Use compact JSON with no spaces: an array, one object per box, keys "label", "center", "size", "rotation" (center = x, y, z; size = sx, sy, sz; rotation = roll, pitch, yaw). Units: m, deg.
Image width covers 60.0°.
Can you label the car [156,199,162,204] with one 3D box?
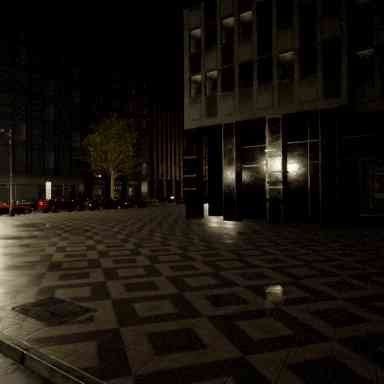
[{"label":"car","center":[-7.946,1.547,58.426],"size":[1.752,1.417,4.829],"rotation":[-1,0,35]}]

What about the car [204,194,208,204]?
[{"label":"car","center":[2.364,1.225,58.338],"size":[2.192,1.841,5.009],"rotation":[-1,0,35]}]

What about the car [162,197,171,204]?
[{"label":"car","center":[-4.634,1.577,63.201],"size":[1.947,1.339,4.313],"rotation":[-1,0,35]}]

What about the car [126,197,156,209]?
[{"label":"car","center":[-7.274,1.511,44.435],"size":[1.947,1.339,4.313],"rotation":[-1,0,35]}]

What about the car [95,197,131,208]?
[{"label":"car","center":[-11.457,1.503,48.510],"size":[2.128,1.511,4.902],"rotation":[-1,0,35]}]

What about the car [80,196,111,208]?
[{"label":"car","center":[-14.278,1.487,49.298],"size":[1.967,1.590,4.097],"rotation":[-1,0,35]}]

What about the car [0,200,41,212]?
[{"label":"car","center":[-20.704,1.644,40.030],"size":[1.947,1.339,4.313],"rotation":[-1,0,35]}]

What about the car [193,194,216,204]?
[{"label":"car","center":[2.450,1.286,62.985],"size":[2.097,1.767,4.553],"rotation":[-1,0,35]}]

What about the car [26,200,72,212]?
[{"label":"car","center":[-17.211,1.640,40.238],"size":[1.895,1.301,4.718],"rotation":[-1,0,35]}]

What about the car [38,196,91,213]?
[{"label":"car","center":[-13.703,1.292,35.171],"size":[2.192,1.841,5.009],"rotation":[-1,0,35]}]

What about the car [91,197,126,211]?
[{"label":"car","center":[-10.487,1.527,39.803],"size":[1.947,1.339,4.313],"rotation":[-1,0,35]}]

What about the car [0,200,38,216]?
[{"label":"car","center":[-16.914,1.578,30.536],"size":[1.802,1.307,4.206],"rotation":[-1,0,35]}]

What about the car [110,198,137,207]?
[{"label":"car","center":[-11.062,1.615,53.932],"size":[1.802,1.307,4.206],"rotation":[-1,0,35]}]

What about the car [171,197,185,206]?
[{"label":"car","center":[-0.848,1.465,53.703],"size":[1.887,1.381,4.507],"rotation":[-1,0,35]}]
